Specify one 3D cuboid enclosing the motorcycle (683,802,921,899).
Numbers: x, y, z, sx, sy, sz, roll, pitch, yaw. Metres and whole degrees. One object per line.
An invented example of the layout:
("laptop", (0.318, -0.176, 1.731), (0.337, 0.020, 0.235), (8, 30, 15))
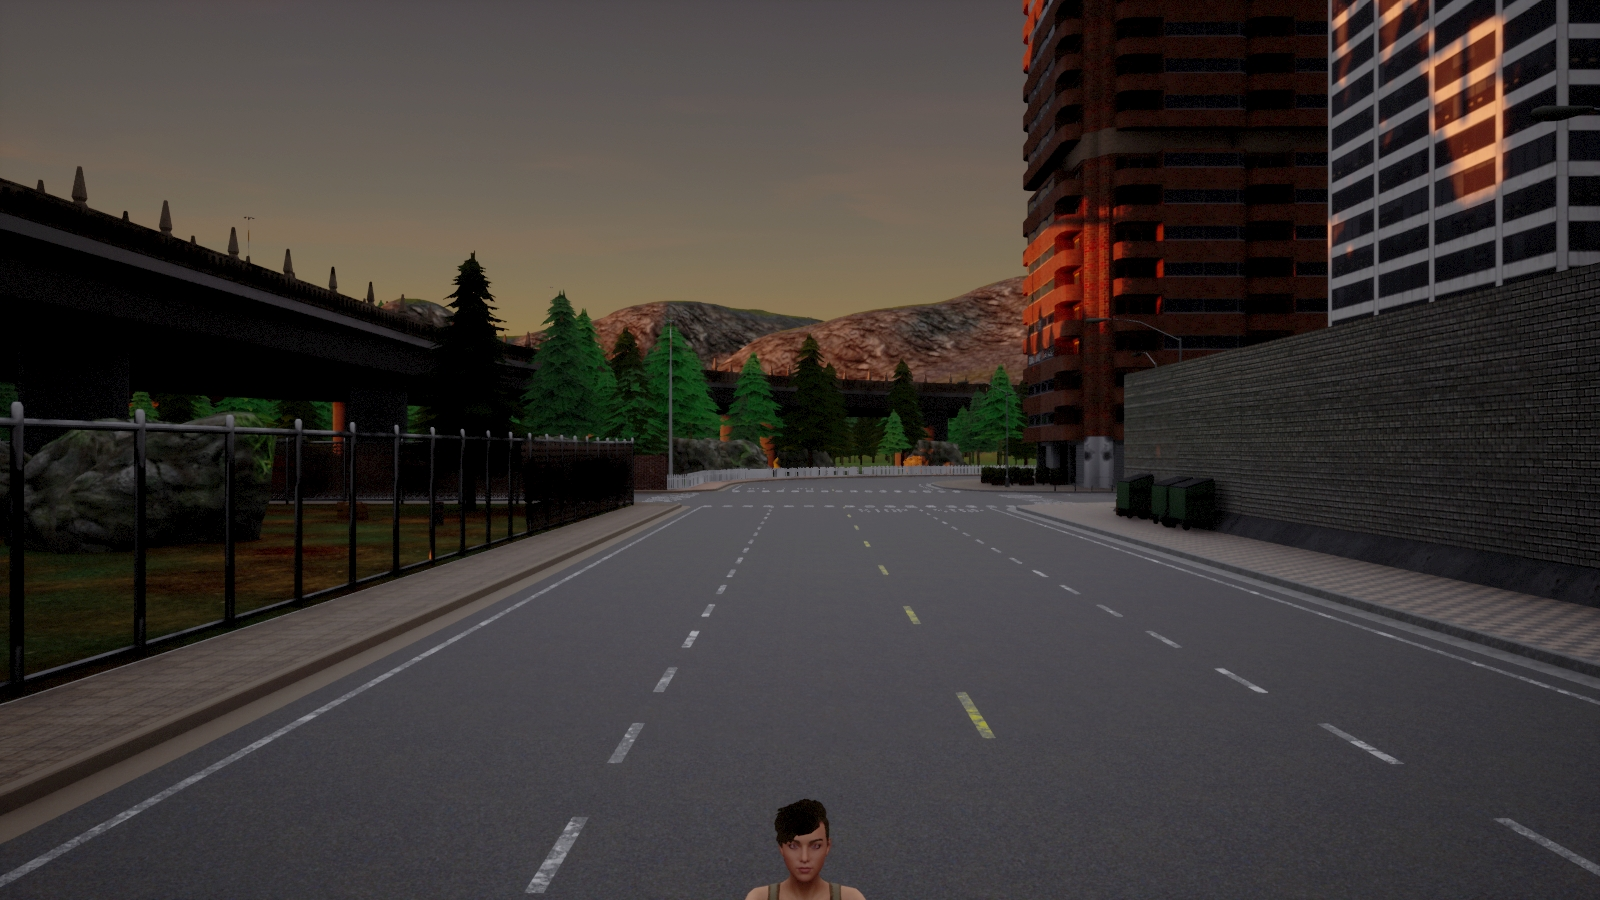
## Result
("motorcycle", (0.006, 2.099, 3.507), (0.764, 1.307, 2.356), (0, 0, 0))
